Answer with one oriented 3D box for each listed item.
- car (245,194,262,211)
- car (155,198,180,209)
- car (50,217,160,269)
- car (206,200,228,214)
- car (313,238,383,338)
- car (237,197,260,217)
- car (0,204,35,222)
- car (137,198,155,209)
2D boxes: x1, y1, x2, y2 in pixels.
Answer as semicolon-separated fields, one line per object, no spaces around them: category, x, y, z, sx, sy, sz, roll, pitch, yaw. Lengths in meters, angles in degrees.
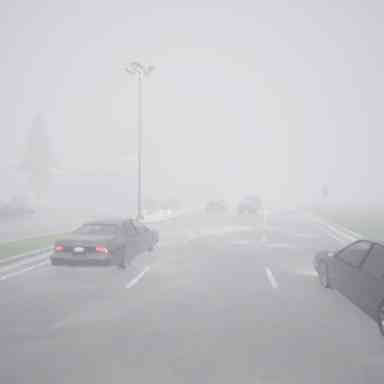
car;7.836;1.310;43.091;2.150;2.045;5.566;0;0;13
car;-3.119;1.590;47.266;2.128;1.511;4.902;0;0;13
car;-2.591;1.571;11.271;2.033;1.411;5.357;0;0;9
car;2.784;1.566;36.607;2.128;1.511;4.902;0;0;13
car;3.841;1.559;6.079;2.033;1.411;5.357;0;0;4
car;5.450;1.570;32.502;1.837;1.490;4.892;0;0;13
car;-15.025;1.659;26.809;1.895;1.301;4.718;0;0;13
car;-6.418;1.602;48.523;2.128;1.511;4.902;0;0;13
